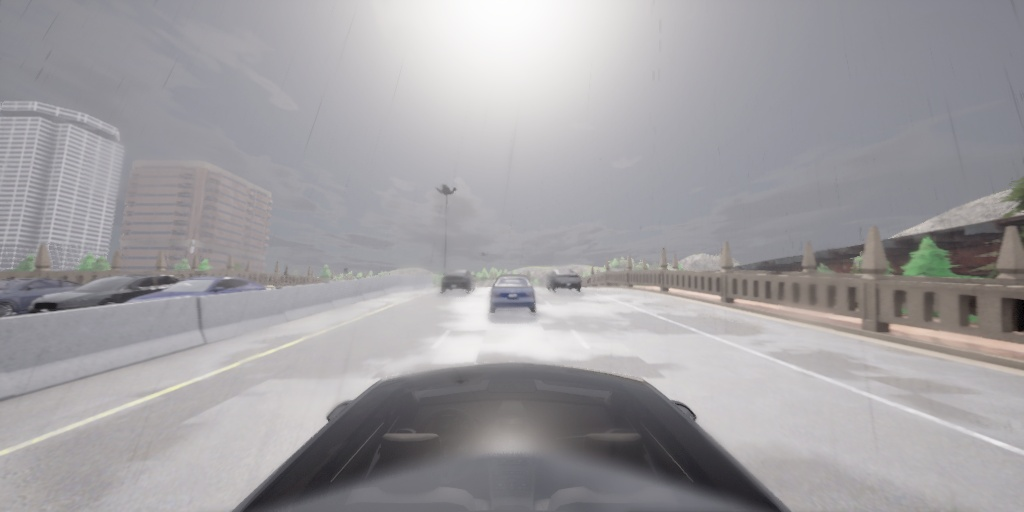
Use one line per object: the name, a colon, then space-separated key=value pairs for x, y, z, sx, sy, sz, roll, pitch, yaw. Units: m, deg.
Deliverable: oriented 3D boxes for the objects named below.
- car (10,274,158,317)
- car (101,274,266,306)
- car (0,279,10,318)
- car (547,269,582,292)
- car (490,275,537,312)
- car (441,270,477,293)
car: x=-14.148 y=1.431 z=13.259 sx=1.837 sy=1.490 sz=4.892 roll=0 pitch=-1 yaw=0
car: x=-10.645 y=1.439 z=12.480 sx=1.812 sy=1.442 sz=4.674 roll=0 pitch=-1 yaw=0
car: x=-17.646 y=1.489 z=12.906 sx=1.994 sy=1.385 sz=4.181 roll=0 pitch=-1 yaw=0
car: x=3.479 y=1.660 z=24.463 sx=2.128 sy=1.511 sz=4.902 roll=0 pitch=-2 yaw=0
car: x=0.031 y=1.490 z=15.224 sx=2.033 sy=1.411 sz=5.357 roll=0 pitch=-1 yaw=0
car: x=-3.518 y=1.661 z=24.019 sx=1.837 sy=1.490 sz=4.892 roll=0 pitch=-2 yaw=0
